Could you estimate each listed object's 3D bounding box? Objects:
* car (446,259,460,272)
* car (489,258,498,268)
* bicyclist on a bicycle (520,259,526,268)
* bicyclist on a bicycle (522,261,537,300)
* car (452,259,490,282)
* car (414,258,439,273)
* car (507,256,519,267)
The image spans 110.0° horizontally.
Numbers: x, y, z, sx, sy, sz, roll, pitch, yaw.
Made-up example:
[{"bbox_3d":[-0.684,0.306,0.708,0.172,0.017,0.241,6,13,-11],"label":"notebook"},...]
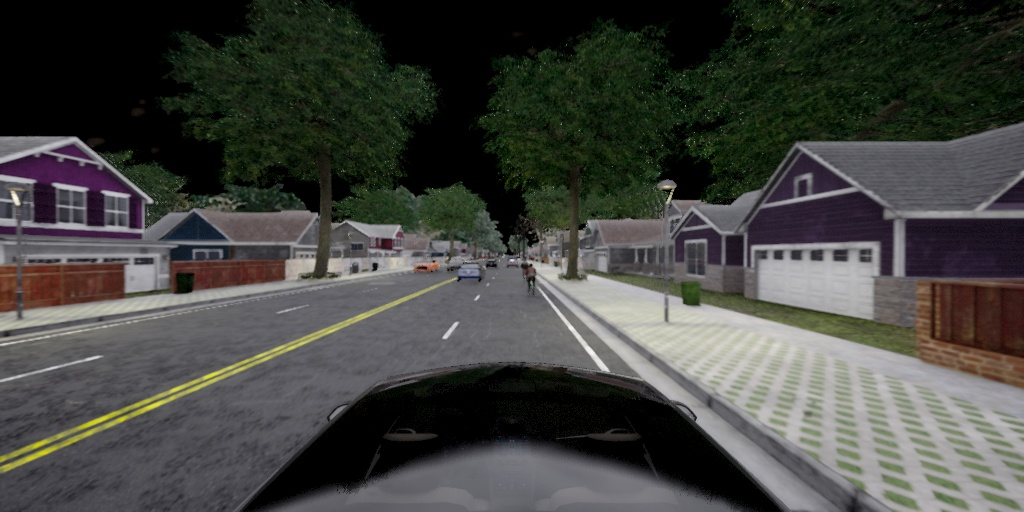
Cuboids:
[{"bbox_3d":[-6.582,1.150,42.841,1.837,1.490,4.892,0,0,0],"label":"car"},{"bbox_3d":[-3.150,1.114,56.775,1.837,1.490,4.892,0,0,0],"label":"car"},{"bbox_3d":[0.894,1.059,25.486,0.659,1.776,1.843,0,0,0],"label":"bicyclist on a bicycle"},{"bbox_3d":[0.894,1.165,16.423,0.582,1.620,1.656,0,0,0],"label":"bicyclist on a bicycle"},{"bbox_3d":[-3.151,1.228,28.500,2.033,1.411,5.357,0,0,0],"label":"car"},{"bbox_3d":[-9.833,0.998,41.438,2.097,1.767,4.553,0,0,0],"label":"car"},{"bbox_3d":[0.086,1.151,59.678,2.033,1.411,5.357,0,0,0],"label":"car"}]
